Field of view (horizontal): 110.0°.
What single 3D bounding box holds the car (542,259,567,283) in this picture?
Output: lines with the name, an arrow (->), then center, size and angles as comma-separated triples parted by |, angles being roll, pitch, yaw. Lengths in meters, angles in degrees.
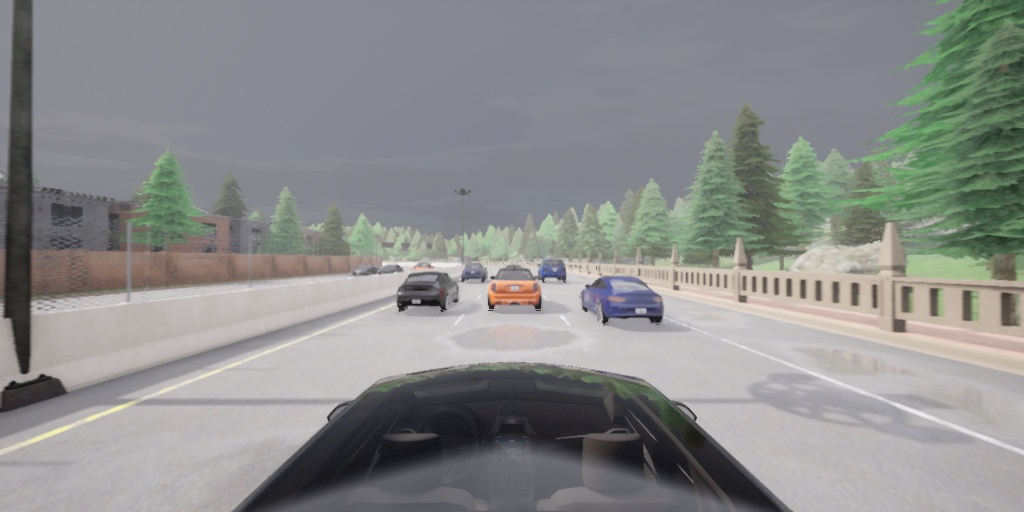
car -> 3.603, 1.324, 32.743 | 2.150, 2.045, 5.566 | 0, -1, 0

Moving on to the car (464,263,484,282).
car -> -3.398, 1.461, 33.294 | 2.097, 1.767, 4.553 | 0, -1, 0

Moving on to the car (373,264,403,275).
car -> -14.087, 1.712, 41.799 | 1.837, 1.490, 4.892 | 0, -1, 0

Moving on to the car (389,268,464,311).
car -> -3.399, 1.408, 15.178 | 1.837, 1.490, 4.892 | 0, -1, 0

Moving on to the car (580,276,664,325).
car -> 3.588, 1.396, 12.281 | 1.812, 1.442, 4.674 | 0, -1, 0

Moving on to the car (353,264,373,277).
car -> -17.578, 1.717, 43.593 | 2.128, 1.511, 4.902 | 0, -1, 0

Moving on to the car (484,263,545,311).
car -> 0.101, 1.260, 15.591 | 2.097, 1.767, 4.553 | 0, -1, 0

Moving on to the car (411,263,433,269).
car -> -10.588, 1.561, 42.167 | 2.097, 1.767, 4.553 | 0, -1, 0
